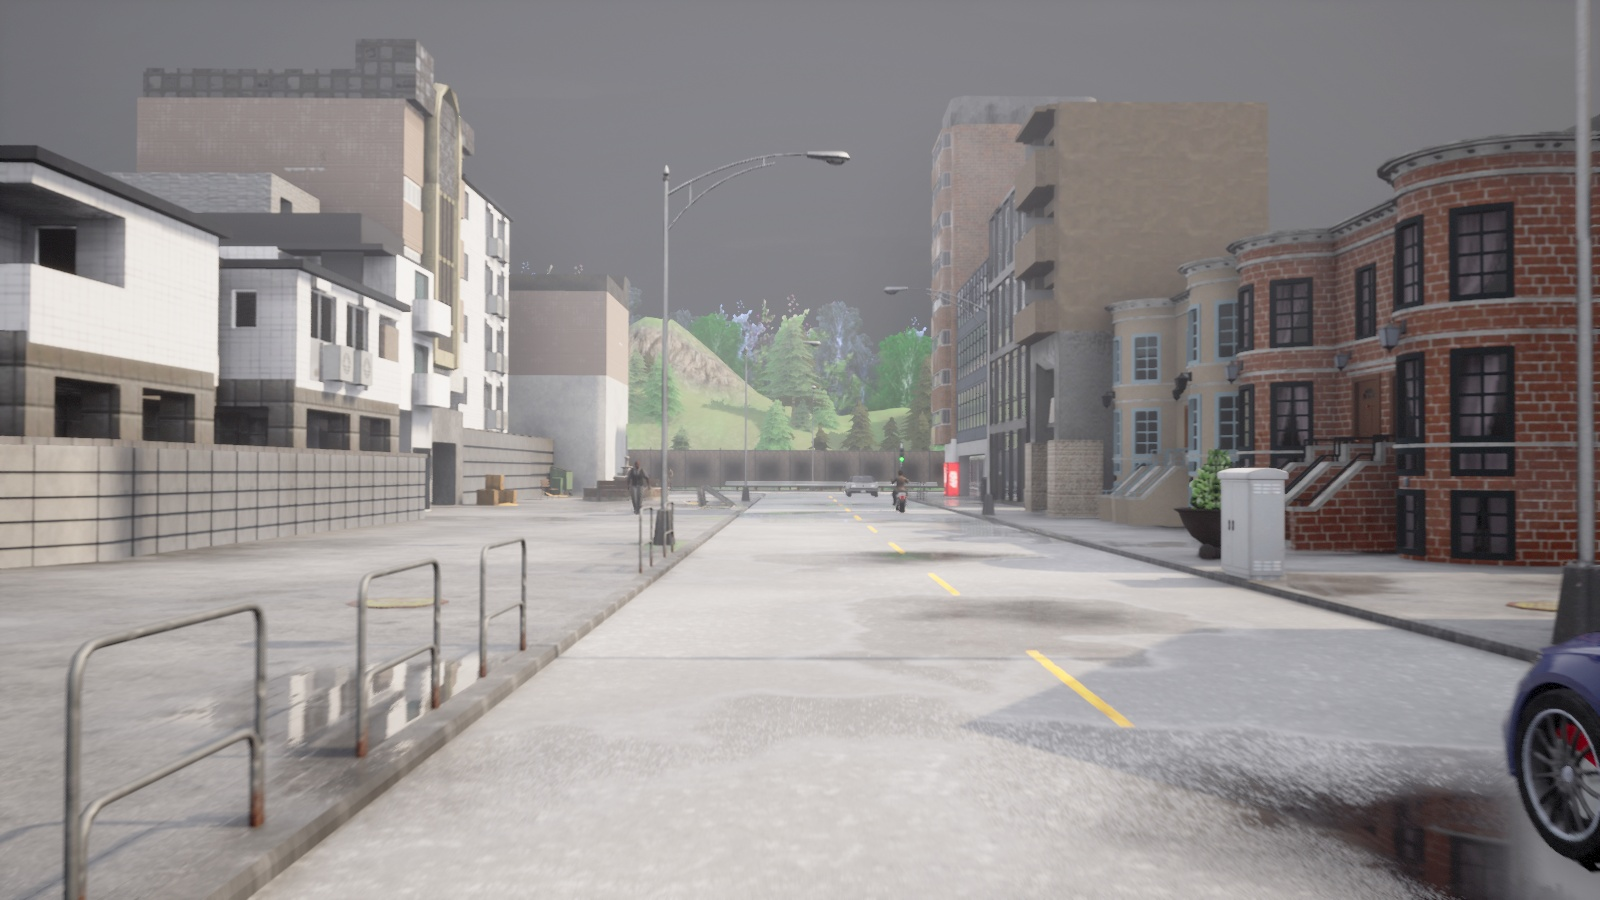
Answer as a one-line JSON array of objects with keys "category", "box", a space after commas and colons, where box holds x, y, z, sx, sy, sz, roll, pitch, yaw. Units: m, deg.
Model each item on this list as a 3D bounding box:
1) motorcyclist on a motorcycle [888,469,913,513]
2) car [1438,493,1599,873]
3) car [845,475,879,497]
[{"category": "motorcyclist on a motorcycle", "box": [3.880, 1.566, 48.760, 0.766, 1.649, 2.350, 0, -1, 0]}, {"category": "car", "box": [3.991, 0.887, 3.708, 1.812, 1.442, 4.674, 0, -1, 0]}, {"category": "car", "box": [3.809, 2.202, 77.812, 1.895, 1.301, 4.718, 0, -1, 0]}]
